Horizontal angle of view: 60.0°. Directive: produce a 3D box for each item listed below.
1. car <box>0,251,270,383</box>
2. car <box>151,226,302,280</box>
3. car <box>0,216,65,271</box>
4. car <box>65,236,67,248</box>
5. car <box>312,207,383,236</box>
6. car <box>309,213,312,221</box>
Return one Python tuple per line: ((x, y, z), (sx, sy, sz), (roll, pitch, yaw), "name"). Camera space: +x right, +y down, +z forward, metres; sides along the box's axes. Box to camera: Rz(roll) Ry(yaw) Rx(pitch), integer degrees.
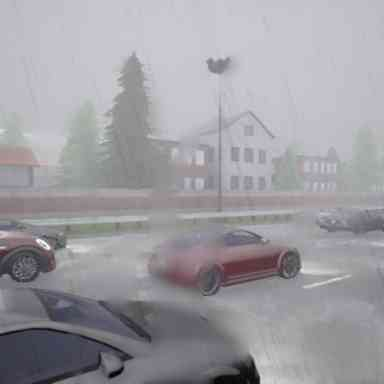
((-1.386, 1.566, 2.759), (4.181, 1.385, 1.994), (0, 0, -35), "car")
((0.975, 1.595, 8.740), (4.181, 1.385, 1.994), (0, 0, -35), "car")
((-5.834, 1.351, 8.183), (4.553, 1.767, 2.097), (0, 0, -36), "car")
((-6.712, 1.570, 11.854), (4.181, 1.385, 1.994), (0, 0, -36), "car")
((9.558, 1.650, 19.161), (5.357, 1.411, 2.033), (0, 0, -35), "car")
((10.743, 1.725, 24.304), (4.718, 1.301, 1.895), (0, 0, -35), "car")
